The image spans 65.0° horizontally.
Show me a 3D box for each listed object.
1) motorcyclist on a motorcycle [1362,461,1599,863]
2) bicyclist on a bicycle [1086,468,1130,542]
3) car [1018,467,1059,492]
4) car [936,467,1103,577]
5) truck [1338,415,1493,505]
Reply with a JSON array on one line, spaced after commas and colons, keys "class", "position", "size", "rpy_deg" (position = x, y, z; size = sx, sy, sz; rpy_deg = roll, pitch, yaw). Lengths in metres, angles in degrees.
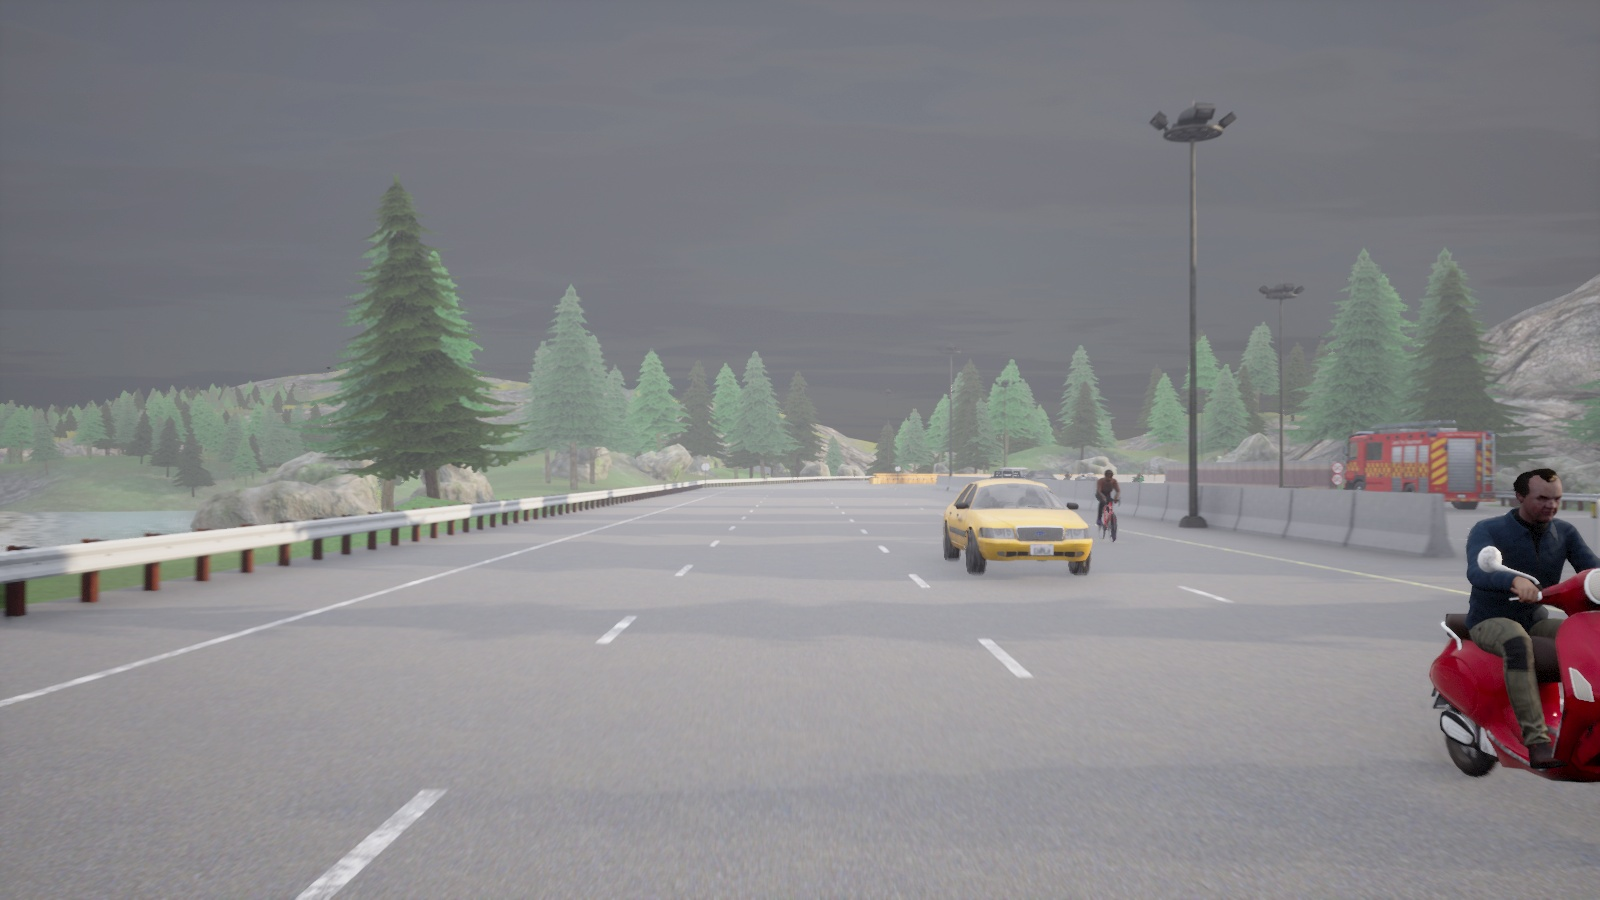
[{"class": "motorcyclist on a motorcycle", "position": [3.486, 0.852, 5.890], "size": [0.866, 1.590, 1.817], "rpy_deg": [0, -1, 0]}, {"class": "bicyclist on a bicycle", "position": [6.933, 1.213, 28.352], "size": [0.582, 1.620, 1.656], "rpy_deg": [0, -1, 0]}, {"class": "car", "position": [17.182, 2.117, 90.704], "size": [2.097, 1.767, 4.553], "rpy_deg": [0, -1, 0]}, {"class": "car", "position": [3.451, 1.086, 20.779], "size": [1.801, 1.575, 5.366], "rpy_deg": [0, -1, 0]}, {"class": "truck", "position": [27.850, 0.495, 57.351], "size": [2.891, 3.827, 8.468], "rpy_deg": [0, -1, 0]}]
